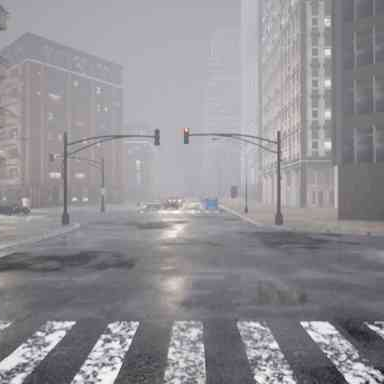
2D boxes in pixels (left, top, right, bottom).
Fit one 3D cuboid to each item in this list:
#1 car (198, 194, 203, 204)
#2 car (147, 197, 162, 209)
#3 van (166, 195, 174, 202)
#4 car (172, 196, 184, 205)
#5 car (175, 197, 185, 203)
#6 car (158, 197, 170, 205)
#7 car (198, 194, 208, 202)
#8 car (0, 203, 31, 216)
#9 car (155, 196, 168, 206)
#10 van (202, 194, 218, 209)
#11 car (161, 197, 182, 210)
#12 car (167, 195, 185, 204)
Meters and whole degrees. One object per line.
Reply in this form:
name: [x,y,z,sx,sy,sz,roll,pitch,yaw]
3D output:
car: [2.717,1.686,68.115,1.887,1.381,4.507,0,0,0]
car: [-5.212,1.598,45.753,1.752,1.417,4.829,0,0,0]
van: [-5.139,1.522,79.237,1.690,1.788,3.998,0,0,0]
car: [-2.657,1.619,64.018,2.128,1.511,4.902,0,0,1]
car: [-2.588,1.714,73.900,1.994,1.385,4.181,0,0,0]
car: [-5.176,1.688,62.580,1.947,1.339,4.313,0,0,0]
car: [2.752,1.519,84.774,2.192,1.841,5.009,0,0,0]
car: [-18.602,1.786,34.502,4.718,1.301,1.895,-1,-1,41]
car: [-5.187,1.545,57.028,1.967,1.590,4.097,0,0,0]
van: [2.669,1.414,45.906,1.690,1.788,3.998,0,0,0]
car: [-2.730,1.672,45.052,1.895,1.301,4.718,0,0,0]
car: [-2.705,1.448,54.178,2.097,1.767,4.553,0,0,0]
